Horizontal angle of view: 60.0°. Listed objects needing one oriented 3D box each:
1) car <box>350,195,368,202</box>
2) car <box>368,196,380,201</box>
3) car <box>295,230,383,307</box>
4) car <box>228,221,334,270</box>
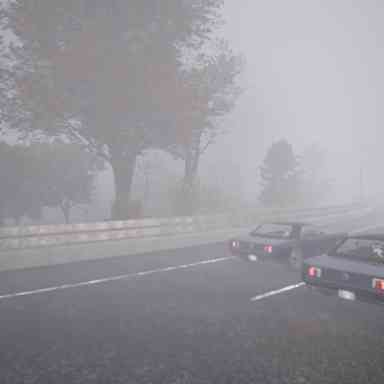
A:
[{"bbox_3d":[40.018,1.512,80.783,2.128,1.511,4.902,0,0,4],"label":"car"},{"bbox_3d":[43.499,1.562,80.424,1.895,1.301,4.718,0,0,4],"label":"car"},{"bbox_3d":[4.572,1.615,7.572,4.718,1.301,1.895,0,0,-40],"label":"car"},{"bbox_3d":[3.460,1.638,11.227,4.718,1.301,1.895,0,0,-41],"label":"car"}]
